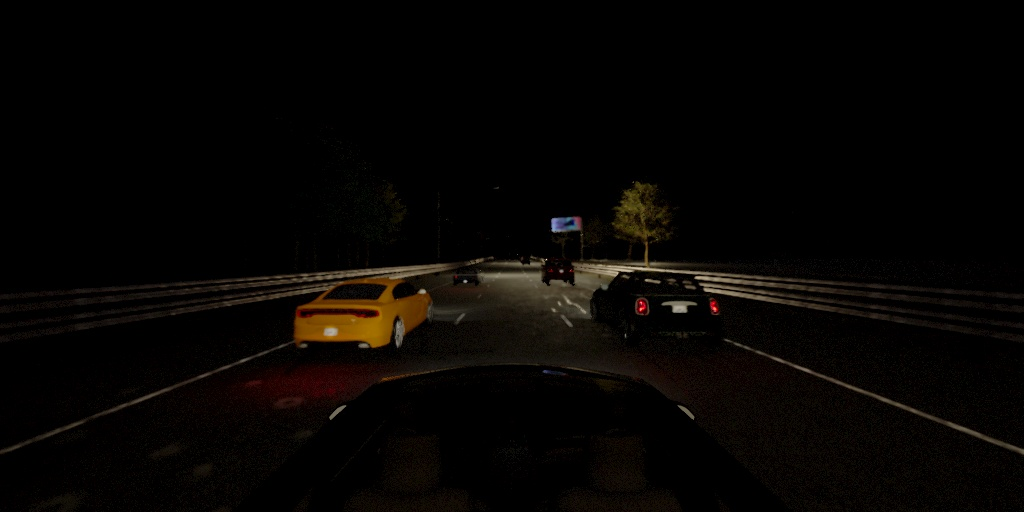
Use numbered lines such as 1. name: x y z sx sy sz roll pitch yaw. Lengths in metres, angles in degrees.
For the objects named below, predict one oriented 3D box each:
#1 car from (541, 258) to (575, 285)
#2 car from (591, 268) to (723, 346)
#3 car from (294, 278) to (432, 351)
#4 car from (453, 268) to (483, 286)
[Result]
1. car: 3.610 1.219 28.790 2.150 2.045 5.566 0 -1 0
2. car: 3.602 1.177 9.829 2.097 1.767 4.553 0 0 0
3. car: -3.398 1.297 9.207 1.882 1.535 5.008 0 -1 0
4. car: -3.391 1.593 28.240 1.895 1.301 4.718 0 -1 0
